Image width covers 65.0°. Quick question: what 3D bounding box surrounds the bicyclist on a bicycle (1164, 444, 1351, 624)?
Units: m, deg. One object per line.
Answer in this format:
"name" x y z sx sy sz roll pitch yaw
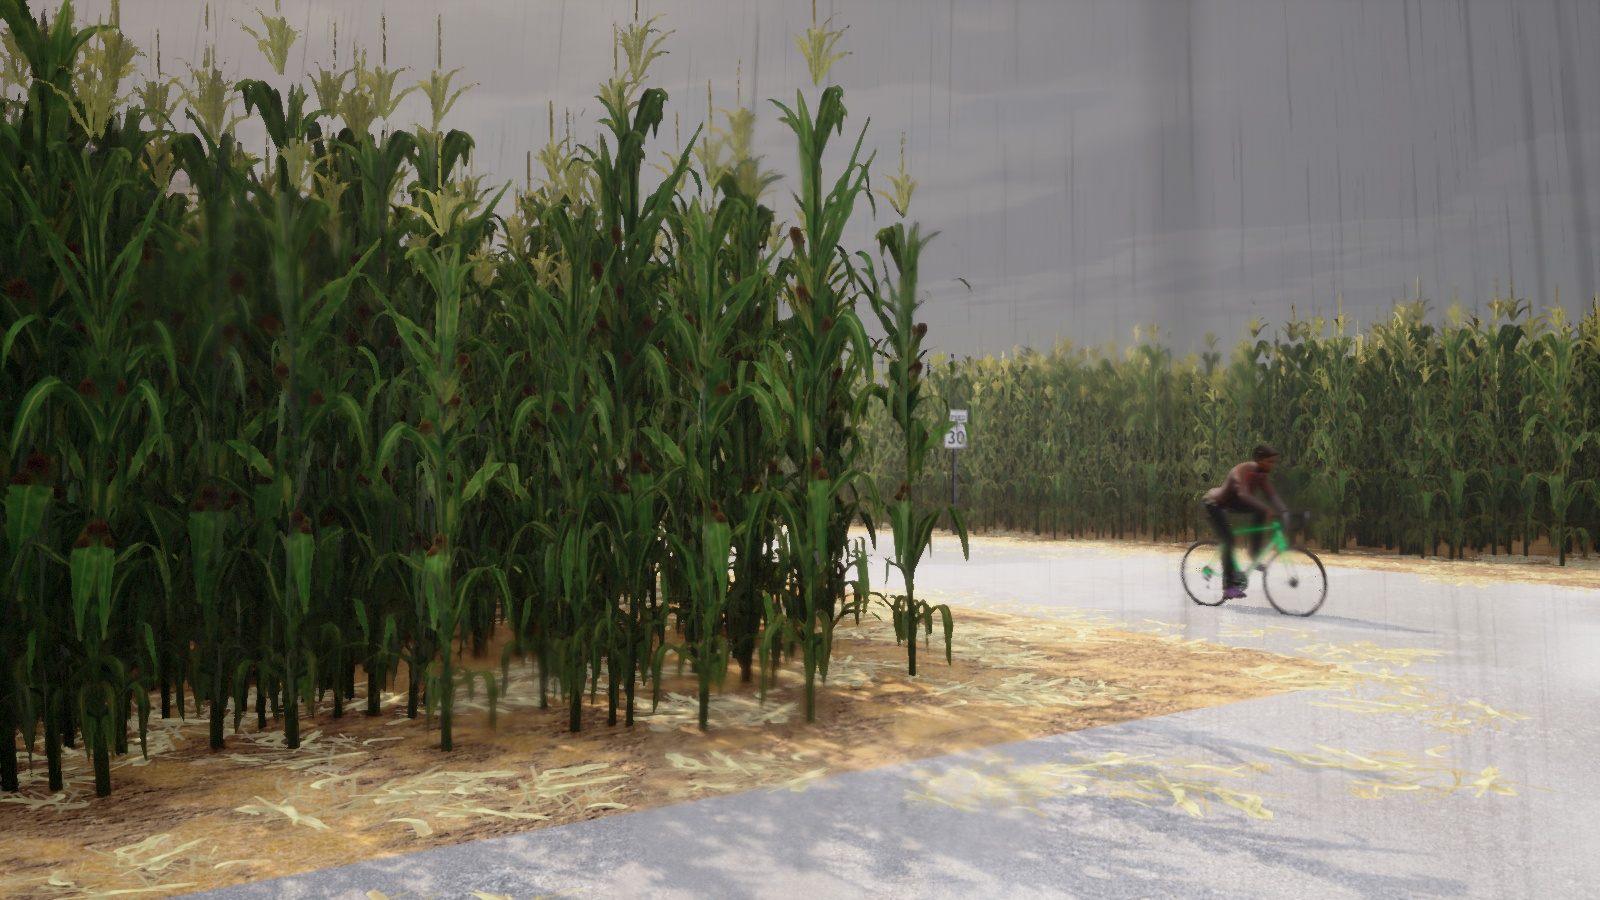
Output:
"bicyclist on a bicycle" 4.394 0.757 12.159 0.582 1.620 1.656 0 0 -35
